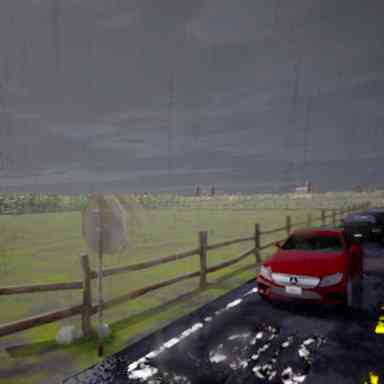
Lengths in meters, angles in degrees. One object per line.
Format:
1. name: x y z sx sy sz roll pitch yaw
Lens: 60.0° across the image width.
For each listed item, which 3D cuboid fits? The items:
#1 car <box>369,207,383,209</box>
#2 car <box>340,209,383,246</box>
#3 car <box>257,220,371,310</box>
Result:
1. car: 14.251 1.878 25.581 1.994 1.385 4.181 -2 -1 32
2. car: 8.552 1.792 16.737 1.994 1.385 4.181 -2 -1 32
3. car: 3.220 1.666 8.423 1.812 1.442 4.674 -2 -1 33
